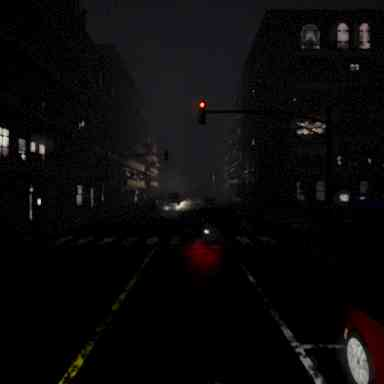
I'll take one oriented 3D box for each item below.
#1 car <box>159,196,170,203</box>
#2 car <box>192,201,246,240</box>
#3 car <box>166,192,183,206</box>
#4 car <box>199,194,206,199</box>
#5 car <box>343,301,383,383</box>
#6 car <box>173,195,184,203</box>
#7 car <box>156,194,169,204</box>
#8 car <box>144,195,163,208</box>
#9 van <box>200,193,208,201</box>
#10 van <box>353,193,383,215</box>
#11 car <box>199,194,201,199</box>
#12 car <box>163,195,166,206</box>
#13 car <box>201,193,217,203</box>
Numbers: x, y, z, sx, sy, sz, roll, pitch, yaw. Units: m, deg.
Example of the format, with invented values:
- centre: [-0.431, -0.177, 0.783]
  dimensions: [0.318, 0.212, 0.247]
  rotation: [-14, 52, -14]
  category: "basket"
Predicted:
- centre: [-5.520, 1.415, 67.914]
  dimensions: [1.802, 1.307, 4.206]
  rotation: [-1, 0, 0]
  category: "car"
- centre: [1.440, 1.456, 16.924]
  dimensions: [1.837, 1.490, 4.892]
  rotation: [-1, 0, 19]
  category: "car"
- centre: [-2.953, 1.088, 51.713]
  dimensions: [2.150, 2.045, 5.566]
  rotation: [0, 0, 0]
  category: "car"
- centre: [2.933, 1.331, 95.526]
  dimensions: [1.887, 1.381, 4.507]
  rotation: [-1, 0, 0]
  category: "car"
- centre: [2.687, 1.537, 2.304]
  dimensions: [1.887, 1.381, 4.507]
  rotation: [0, 0, 0]
  category: "car"
- centre: [-2.823, 1.372, 68.378]
  dimensions: [2.033, 1.411, 5.357]
  rotation: [0, 0, 0]
  category: "car"
- centre: [-5.536, 1.285, 62.386]
  dimensions: [1.967, 1.590, 4.097]
  rotation: [-1, 0, 0]
  category: "car"
- centre: [-5.578, 1.430, 45.803]
  dimensions: [2.008, 1.369, 4.403]
  rotation: [0, 0, 0]
  category: "car"
- centre: [2.887, 1.154, 78.942]
  dimensions: [1.690, 1.788, 3.998]
  rotation: [-1, 0, 0]
  category: "van"
- centre: [15.713, 0.956, 27.839]
  dimensions: [3.998, 1.788, 1.690]
  rotation: [-1, 2, -1]
  category: "van"
- centre: [2.860, 1.384, 67.886]
  dimensions: [2.008, 1.369, 4.403]
  rotation: [-1, 0, 0]
  category: "car"
- centre: [-5.564, 1.433, 51.330]
  dimensions: [1.947, 1.339, 4.313]
  rotation: [0, 0, 0]
  category: "car"
- centre: [2.815, 1.308, 51.303]
  dimensions: [1.967, 1.590, 4.097]
  rotation: [-1, 0, 0]
  category: "car"
